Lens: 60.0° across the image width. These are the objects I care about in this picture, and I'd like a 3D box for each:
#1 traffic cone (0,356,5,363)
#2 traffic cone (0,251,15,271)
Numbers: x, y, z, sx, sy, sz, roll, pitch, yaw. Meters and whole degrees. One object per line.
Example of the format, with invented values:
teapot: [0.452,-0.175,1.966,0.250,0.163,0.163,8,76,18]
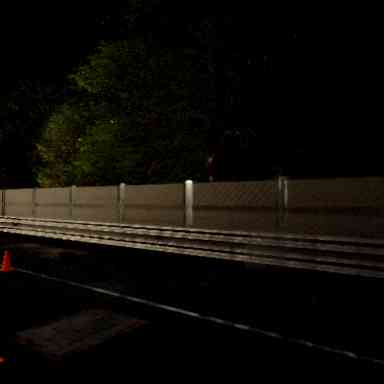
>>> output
traffic cone: [-2.830,2.056,4.599,0.340,0.580,0.340,-1,-2,36]
traffic cone: [-5.870,2.182,10.577,0.340,0.580,0.340,-1,-2,36]
